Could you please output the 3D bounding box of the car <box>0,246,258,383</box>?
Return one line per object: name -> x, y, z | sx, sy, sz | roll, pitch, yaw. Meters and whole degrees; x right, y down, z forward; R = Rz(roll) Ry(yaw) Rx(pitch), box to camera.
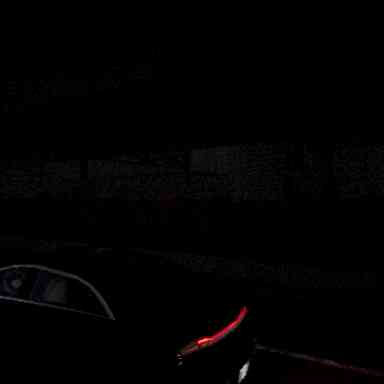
car -> -1.630, 1.491, 4.339 | 4.902, 1.511, 2.128 | 0, 0, 28
